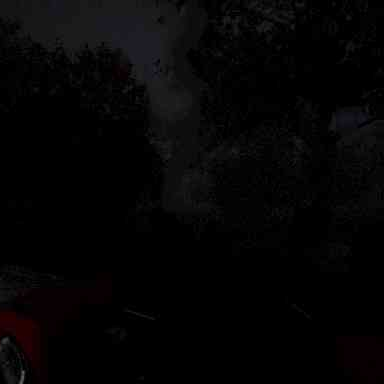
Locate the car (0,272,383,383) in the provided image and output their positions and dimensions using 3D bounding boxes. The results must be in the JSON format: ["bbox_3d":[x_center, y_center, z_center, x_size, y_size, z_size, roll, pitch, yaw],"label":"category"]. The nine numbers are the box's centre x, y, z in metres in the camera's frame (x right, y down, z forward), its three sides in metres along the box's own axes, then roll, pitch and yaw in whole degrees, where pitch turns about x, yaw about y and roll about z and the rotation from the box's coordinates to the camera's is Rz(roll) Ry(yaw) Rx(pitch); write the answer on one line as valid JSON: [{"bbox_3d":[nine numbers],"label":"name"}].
[{"bbox_3d":[-0.256,1.602,3.560,4.718,1.301,1.895,0,0,35],"label":"car"}]
